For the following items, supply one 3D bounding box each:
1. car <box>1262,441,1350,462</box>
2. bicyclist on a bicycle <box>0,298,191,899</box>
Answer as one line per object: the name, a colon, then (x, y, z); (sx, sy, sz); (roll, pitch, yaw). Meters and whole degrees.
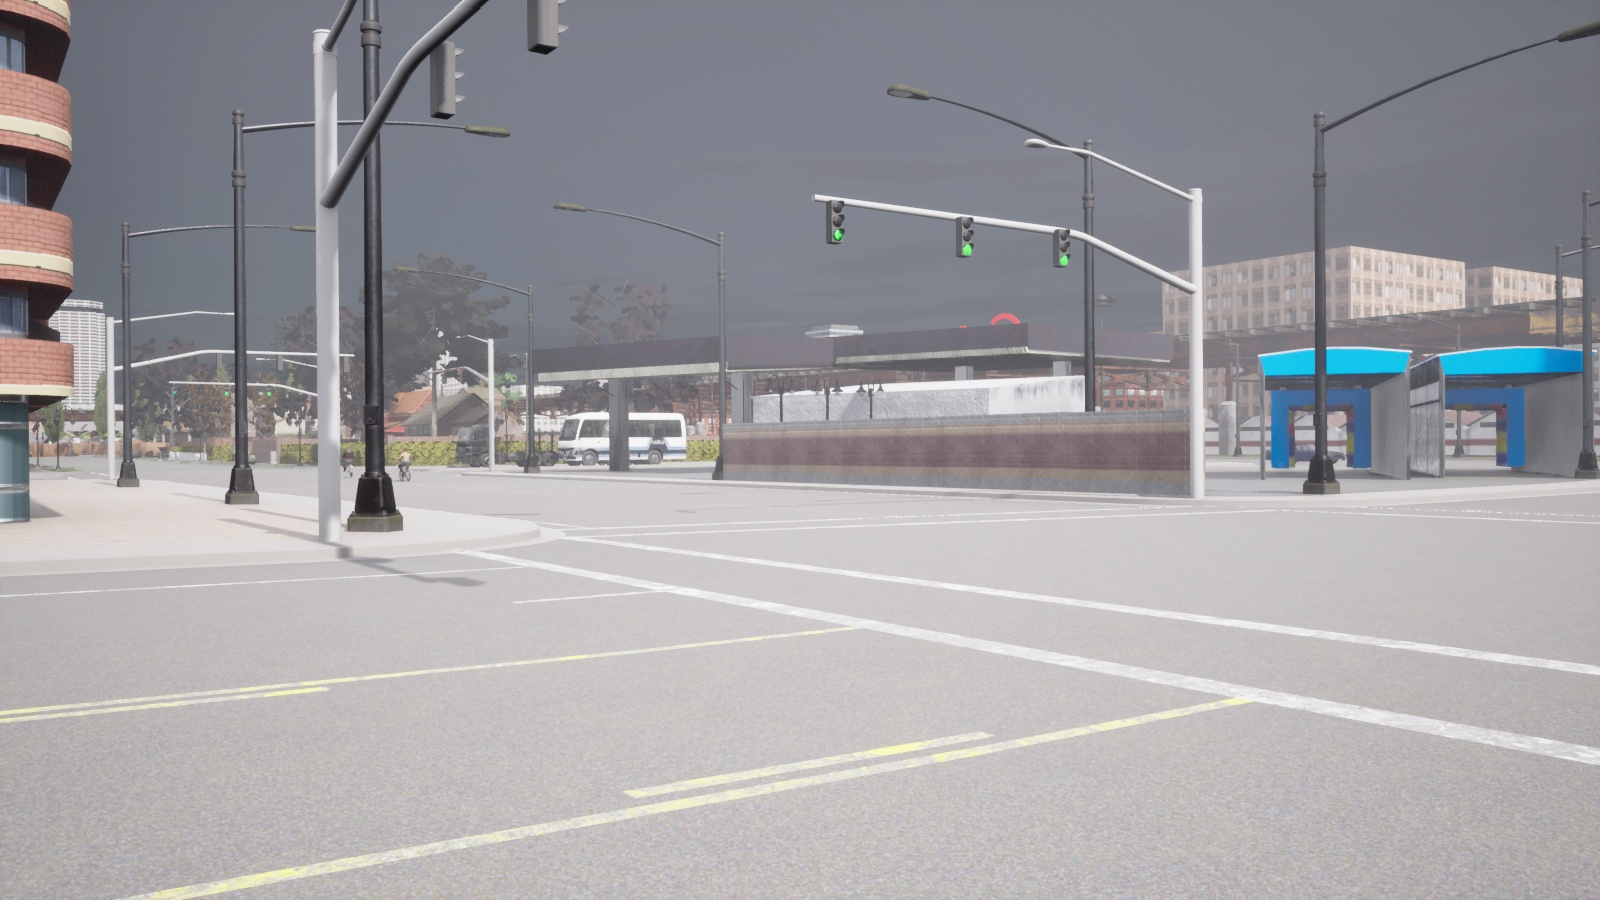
car: (34.726, 0.121, 86.278); (2.033, 1.411, 5.357); (-1, 0, -35)
bicyclist on a bicycle: (-2.100, 0.623, 2.117); (1.843, 1.776, 0.659); (0, 0, -36)
